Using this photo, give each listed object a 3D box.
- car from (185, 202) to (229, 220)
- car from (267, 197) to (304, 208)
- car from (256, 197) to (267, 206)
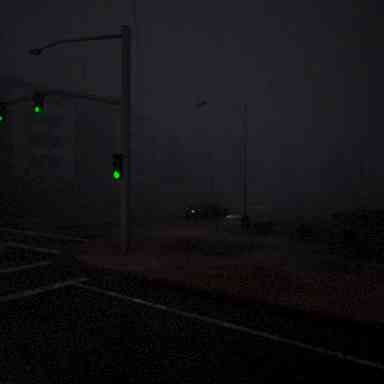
[{"bbox_3d":[1.329,1.494,27.612,1.994,1.385,4.181,0,0,38],"label":"car"},{"bbox_3d":[13.785,1.420,47.843,4.902,1.511,2.128,0,0,-26],"label":"car"},{"bbox_3d":[12.003,1.439,50.847,4.674,1.442,1.812,0,0,-26],"label":"car"}]
